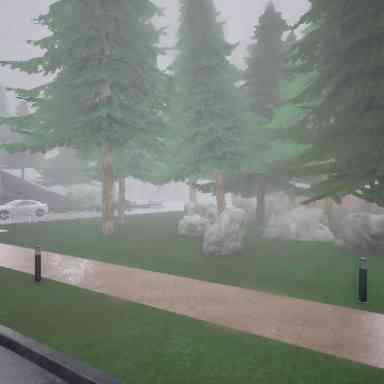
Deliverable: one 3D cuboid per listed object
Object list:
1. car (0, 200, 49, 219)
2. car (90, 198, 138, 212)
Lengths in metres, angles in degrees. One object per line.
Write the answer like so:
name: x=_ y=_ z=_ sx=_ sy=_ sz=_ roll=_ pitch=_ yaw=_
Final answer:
car: x=-14.182 y=1.363 z=27.315 sx=1.812 sy=1.442 sz=4.674 roll=0 pitch=0 yaw=35
car: x=-8.211 y=1.385 z=35.652 sx=2.033 sy=1.411 sz=5.357 roll=0 pitch=0 yaw=36
